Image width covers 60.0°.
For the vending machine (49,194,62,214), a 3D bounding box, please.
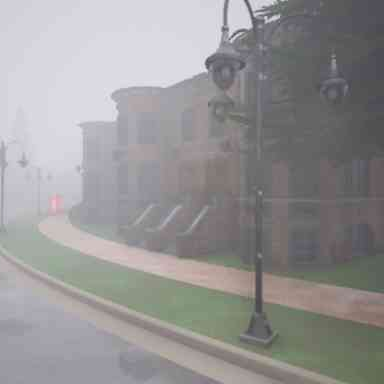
[{"bbox_3d":[-14.453,1.288,35.262,1.100,2.100,0.880,0,0,-4],"label":"vending machine"}]
